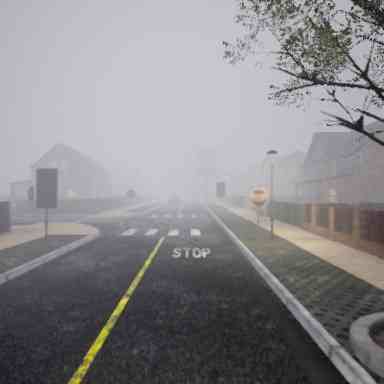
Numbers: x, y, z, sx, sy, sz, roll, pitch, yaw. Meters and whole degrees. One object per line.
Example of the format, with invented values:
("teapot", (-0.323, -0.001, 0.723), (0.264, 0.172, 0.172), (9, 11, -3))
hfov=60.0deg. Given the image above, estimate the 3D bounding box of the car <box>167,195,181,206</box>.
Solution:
("car", (-2.752, 1.284, 51.769), (1.882, 1.535, 5.008), (0, 0, 0))
